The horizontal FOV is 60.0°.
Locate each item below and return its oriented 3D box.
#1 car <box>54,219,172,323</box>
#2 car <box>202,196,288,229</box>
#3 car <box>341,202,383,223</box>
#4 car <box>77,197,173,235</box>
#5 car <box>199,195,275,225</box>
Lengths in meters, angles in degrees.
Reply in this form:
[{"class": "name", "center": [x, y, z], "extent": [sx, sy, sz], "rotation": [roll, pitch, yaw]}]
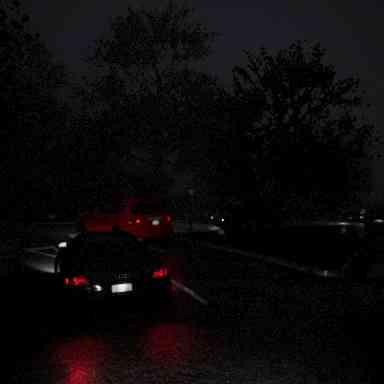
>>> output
[{"class": "car", "center": [-1.933, 1.564, 7.385], "extent": [1.994, 1.385, 4.181], "rotation": [0, 0, -23]}, {"class": "car", "center": [3.745, 1.283, 22.005], "extent": [5.566, 2.045, 2.150], "rotation": [1, 0, -26]}, {"class": "car", "center": [14.612, 1.591, 27.852], "extent": [4.553, 1.767, 2.097], "rotation": [1, -1, -32]}, {"class": "car", "center": [-3.113, 1.225, 14.587], "extent": [2.150, 2.045, 5.566], "rotation": [0, 0, -40]}, {"class": "car", "center": [3.496, 1.295, 25.431], "extent": [5.566, 2.045, 2.150], "rotation": [0, 0, -28]}]
